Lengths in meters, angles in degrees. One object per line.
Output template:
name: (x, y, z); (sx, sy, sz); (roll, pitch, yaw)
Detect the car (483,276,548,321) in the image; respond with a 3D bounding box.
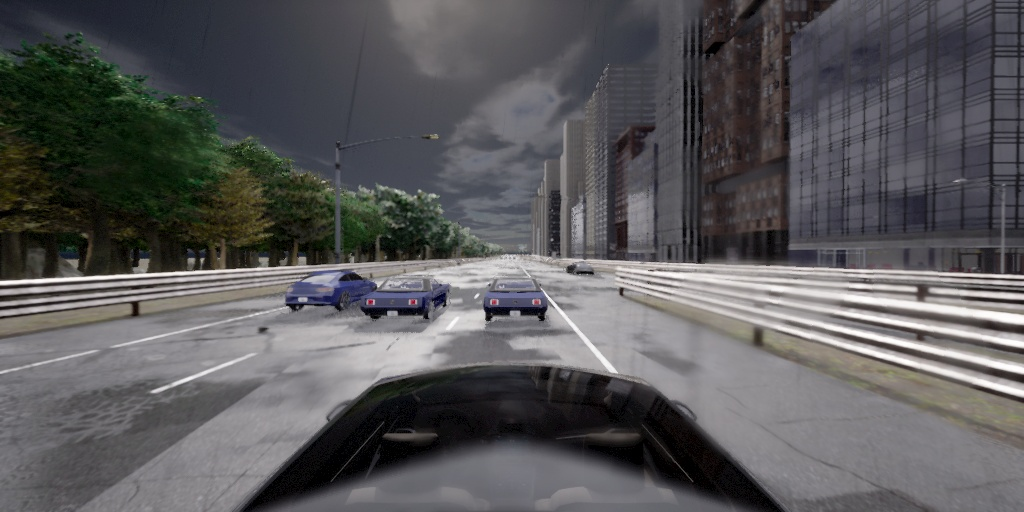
car: (0.099, 1.350, 12.469); (1.895, 1.301, 4.718); (0, 0, 0)

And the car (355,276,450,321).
car: (-3.400, 1.350, 12.450); (1.895, 1.301, 4.718); (0, 0, 0)

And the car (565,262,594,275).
car: (7.190, 1.335, 38.518); (1.994, 1.385, 4.181); (0, 0, -10)

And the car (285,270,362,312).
car: (-6.900, 1.275, 14.132); (1.812, 1.442, 4.674); (0, 0, 0)
